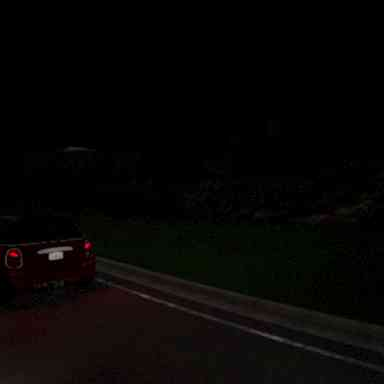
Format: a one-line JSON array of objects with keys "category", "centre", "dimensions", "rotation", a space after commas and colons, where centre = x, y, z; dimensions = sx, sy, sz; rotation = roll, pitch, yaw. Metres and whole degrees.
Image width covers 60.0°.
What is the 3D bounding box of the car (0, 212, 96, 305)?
[{"category": "car", "centre": [-4.360, 1.326, 8.286], "dimensions": [4.553, 1.767, 2.097], "rotation": [0, 0, 43]}]
